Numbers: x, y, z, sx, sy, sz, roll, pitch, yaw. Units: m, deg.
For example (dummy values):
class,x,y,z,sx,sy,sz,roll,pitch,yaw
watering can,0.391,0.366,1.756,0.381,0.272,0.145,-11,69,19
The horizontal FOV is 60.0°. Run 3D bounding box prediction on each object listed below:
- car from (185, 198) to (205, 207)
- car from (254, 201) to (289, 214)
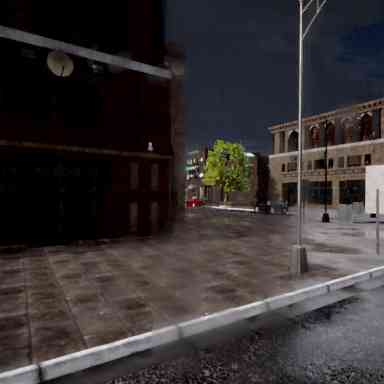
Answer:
class,x,y,z,sx,sy,sz,roll,pitch,yaw
car,0.422,1.621,51.459,1.887,1.381,4.507,1,-1,-27
car,8.500,1.624,35.983,2.008,1.369,4.403,1,-1,-27
